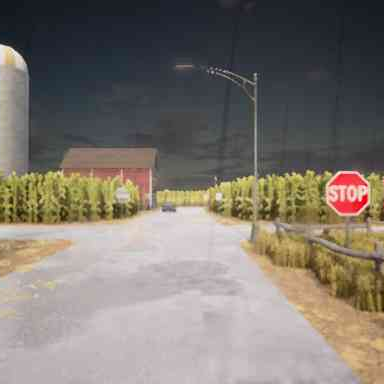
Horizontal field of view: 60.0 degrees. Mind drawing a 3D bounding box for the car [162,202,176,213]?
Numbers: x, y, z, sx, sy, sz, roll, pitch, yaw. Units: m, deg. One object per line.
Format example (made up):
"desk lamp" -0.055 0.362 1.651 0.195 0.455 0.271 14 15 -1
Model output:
"car" -3.127 2.133 46.095 2.033 1.411 5.357 0 -1 0
